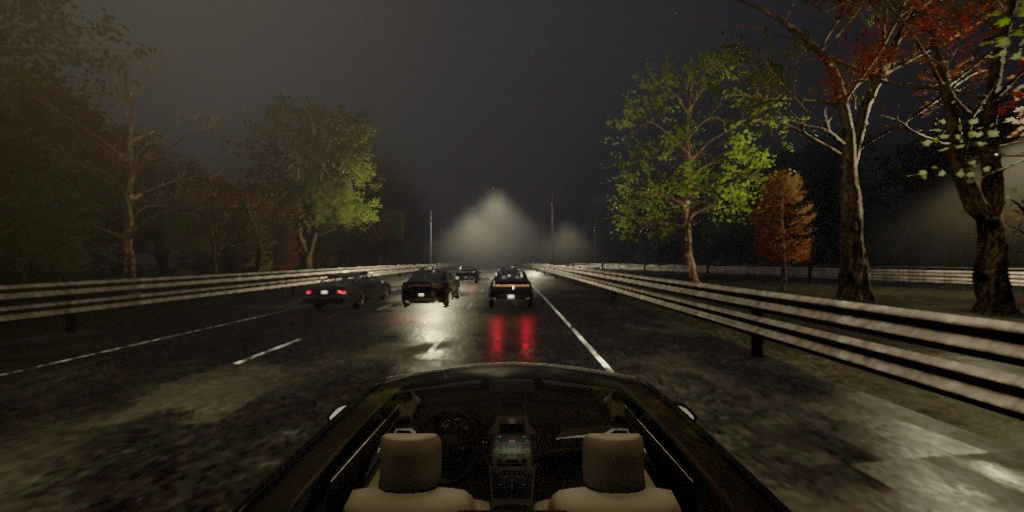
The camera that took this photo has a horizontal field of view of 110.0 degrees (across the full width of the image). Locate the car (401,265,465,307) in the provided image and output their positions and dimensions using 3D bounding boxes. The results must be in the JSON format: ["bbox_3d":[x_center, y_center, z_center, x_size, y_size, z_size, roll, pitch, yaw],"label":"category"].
[{"bbox_3d":[-3.555,1.371,16.467,1.882,1.535,5.008,0,0,0],"label":"car"}]

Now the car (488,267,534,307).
[{"bbox_3d":[-0.054,1.384,16.324,2.128,1.511,4.902,0,0,0],"label":"car"}]

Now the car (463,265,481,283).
[{"bbox_3d":[-3.764,1.536,31.345,2.128,1.511,4.902,0,0,-1],"label":"car"}]

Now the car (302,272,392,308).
[{"bbox_3d":[-7.055,1.436,15.956,2.033,1.411,5.357,0,-1,0],"label":"car"}]

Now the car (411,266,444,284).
[{"bbox_3d":[-7.262,1.608,31.272,1.994,1.385,4.181,0,-1,-1],"label":"car"}]
